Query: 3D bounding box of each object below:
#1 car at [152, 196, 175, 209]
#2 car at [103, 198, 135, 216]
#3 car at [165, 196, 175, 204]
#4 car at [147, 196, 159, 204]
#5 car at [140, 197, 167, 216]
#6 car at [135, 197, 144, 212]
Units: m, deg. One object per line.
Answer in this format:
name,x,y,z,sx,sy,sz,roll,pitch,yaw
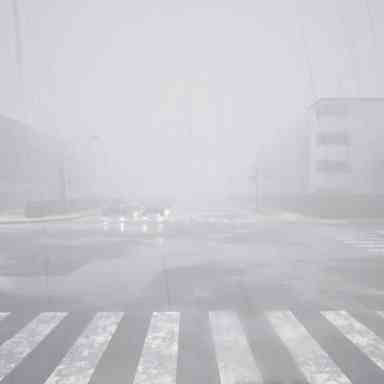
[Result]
car,-3.846,1.487,44.854,2.128,1.511,4.902,0,1,-1
car,-7.236,1.352,32.557,2.097,1.767,4.553,0,0,-1
car,-4.277,1.477,64.694,1.882,1.535,5.008,0,0,-5
car,-7.925,1.492,66.728,2.128,1.511,4.902,0,0,-9
car,-3.691,1.525,32.566,1.812,1.442,4.674,0,0,-2
car,-7.195,1.525,39.491,1.812,1.442,4.674,0,0,-1
